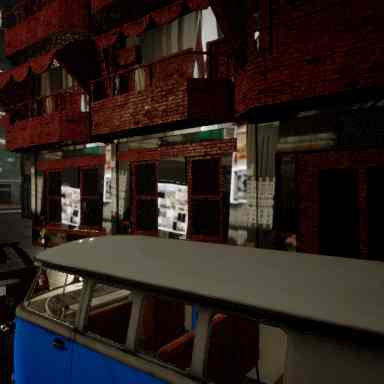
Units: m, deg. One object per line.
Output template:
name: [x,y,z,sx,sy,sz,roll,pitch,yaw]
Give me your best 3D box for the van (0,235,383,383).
van: [0.184,1.341,2.604,3.998,1.788,1.690,0,-1,36]
